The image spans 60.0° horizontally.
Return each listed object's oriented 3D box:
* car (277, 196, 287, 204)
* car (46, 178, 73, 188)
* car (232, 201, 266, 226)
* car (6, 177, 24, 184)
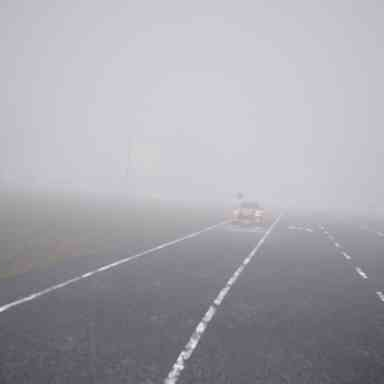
[{"bbox_3d":[24.801,2.277,91.800,2.150,2.045,5.566,3,0,17],"label":"car"},{"bbox_3d":[-27.828,-1.981,70.036,5.566,2.045,2.150,5,1,17],"label":"car"},{"bbox_3d":[4.433,1.509,25.304,2.097,1.767,4.553,3,0,17],"label":"car"},{"bbox_3d":[-38.945,-2.672,73.455,4.181,1.385,1.994,5,1,17],"label":"car"}]
